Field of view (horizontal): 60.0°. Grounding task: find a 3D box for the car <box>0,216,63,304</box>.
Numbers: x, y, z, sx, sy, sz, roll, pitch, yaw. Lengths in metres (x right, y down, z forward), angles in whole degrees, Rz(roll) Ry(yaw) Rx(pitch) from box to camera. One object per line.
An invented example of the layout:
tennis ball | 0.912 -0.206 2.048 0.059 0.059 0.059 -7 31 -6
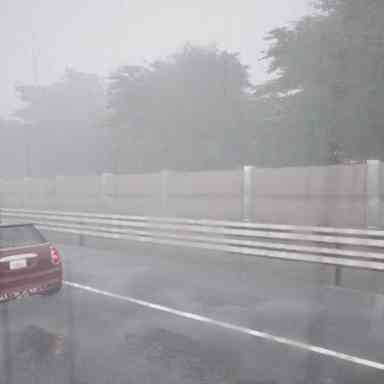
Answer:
car | -4.944 1.352 7.399 4.553 1.767 2.097 0 0 36
